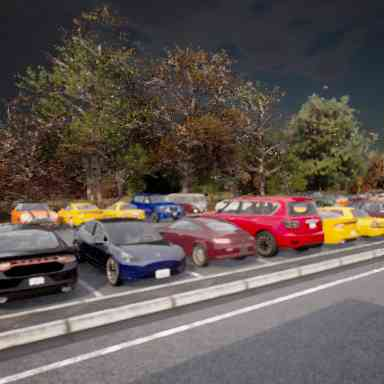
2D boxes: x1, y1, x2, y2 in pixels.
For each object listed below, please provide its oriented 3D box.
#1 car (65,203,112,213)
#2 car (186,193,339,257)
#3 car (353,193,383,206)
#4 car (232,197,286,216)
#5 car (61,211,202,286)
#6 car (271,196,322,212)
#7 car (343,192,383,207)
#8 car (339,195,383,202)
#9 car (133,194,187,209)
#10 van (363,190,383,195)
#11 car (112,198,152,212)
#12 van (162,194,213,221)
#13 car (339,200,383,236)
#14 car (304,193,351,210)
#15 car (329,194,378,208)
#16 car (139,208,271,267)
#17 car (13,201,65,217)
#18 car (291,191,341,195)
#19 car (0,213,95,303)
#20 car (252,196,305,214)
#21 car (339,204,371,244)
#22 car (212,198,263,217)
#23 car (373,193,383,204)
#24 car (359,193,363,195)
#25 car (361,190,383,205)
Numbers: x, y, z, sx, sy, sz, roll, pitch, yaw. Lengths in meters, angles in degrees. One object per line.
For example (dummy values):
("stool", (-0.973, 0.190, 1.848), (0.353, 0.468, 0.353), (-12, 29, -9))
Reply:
("car", (-7.454, 1.486, 22.157), (2.097, 1.535, 5.008), (-1, 0, -35))
("car", (2.451, 1.203, 13.170), (2.435, 2.045, 5.566), (-1, 1, -35))
("car", (24.553, 0.992, 44.631), (2.097, 1.535, 5.008), (-1, 1, -35))
("car", (6.318, 1.282, 31.835), (2.097, 1.535, 5.008), (-1, 1, -35))
("car", (-2.071, 1.547, 9.926), (2.163, 1.488, 4.792), (-1, 0, -35))
("car", (10.862, 1.242, 35.052), (2.163, 1.488, 4.792), (-1, 1, -35))
("car", (22.293, 0.905, 43.000), (2.185, 1.767, 4.553), (-1, 1, -35))
("car", (9.219, 1.230, 17.846), (2.185, 1.767, 4.553), (-1, 0, -35))
("car", (-2.783, 1.166, 25.407), (2.435, 2.045, 5.566), (-1, 1, -35))
("van", (13.791, 1.060, 21.236), (1.878, 1.987, 4.442), (-1, 1, -35))
("car", (-5.183, 1.448, 23.984), (1.946, 1.575, 5.366), (-1, 1, -35))
("van", (-0.453, 1.158, 26.935), (1.878, 1.987, 4.442), (-1, 1, -35))
("car", (6.920, 1.384, 16.498), (1.946, 1.575, 5.366), (-1, 1, -35))
("car", (15.455, 1.015, 38.202), (2.185, 1.767, 4.553), (-1, 1, -35))
("car", (20.001, 1.067, 41.424), (2.097, 1.535, 5.008), (-1, 1, -35))
("car", (0.194, 1.529, 11.548), (2.002, 1.452, 4.674), (-1, 0, -35))
("car", (-9.756, 1.390, 20.586), (2.185, 1.767, 4.553), (0, 0, -35))
("car", (13.174, 0.926, 36.605), (2.435, 2.045, 5.566), (-1, 1, -35))
("car", (-4.367, 1.539, 8.345), (2.097, 1.535, 5.008), (0, 0, -35))
("car", (8.597, 1.248, 33.436), (2.231, 1.521, 4.892), (-1, 1, -35))
("car", (4.751, 1.421, 14.743), (2.097, 1.535, 5.008), (-1, 1, -35))
("car", (4.040, 1.357, 30.233), (2.002, 1.452, 4.674), (-1, 1, -35))
("car", (29.112, 0.917, 47.832), (2.231, 1.521, 4.892), (-1, 1, -35))
("car", (17.717, 1.144, 39.831), (2.002, 1.452, 4.674), (-1, 1, -35))
("car", (26.850, 0.702, 46.203), (2.435, 2.045, 5.566), (-1, 1, -35))
